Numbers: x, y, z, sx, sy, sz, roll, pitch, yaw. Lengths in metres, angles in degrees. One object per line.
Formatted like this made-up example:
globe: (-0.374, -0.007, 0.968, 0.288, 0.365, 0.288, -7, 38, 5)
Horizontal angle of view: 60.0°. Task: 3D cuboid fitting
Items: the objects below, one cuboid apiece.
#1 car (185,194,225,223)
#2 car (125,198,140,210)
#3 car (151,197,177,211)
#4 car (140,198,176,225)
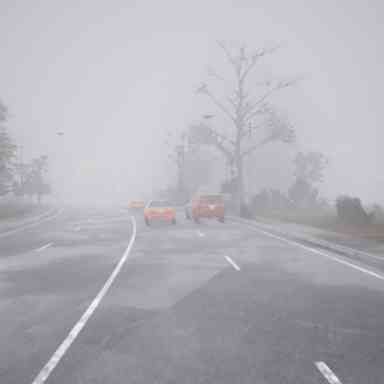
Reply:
car: (0.905, 1.196, 25.491, 2.150, 2.045, 5.566, 0, 0, -11)
car: (-7.368, 1.494, 42.713, 1.882, 1.535, 5.008, 0, 0, -19)
car: (-3.674, 1.473, 42.703, 2.128, 1.511, 4.902, -1, 0, -18)
car: (-2.514, 1.350, 24.592, 2.097, 1.767, 4.553, 0, 0, -11)
